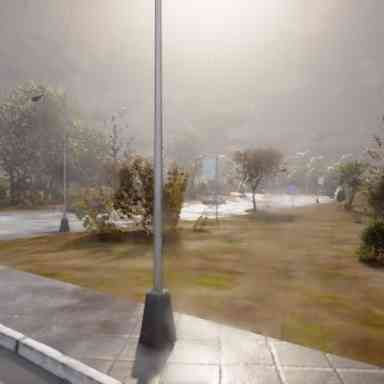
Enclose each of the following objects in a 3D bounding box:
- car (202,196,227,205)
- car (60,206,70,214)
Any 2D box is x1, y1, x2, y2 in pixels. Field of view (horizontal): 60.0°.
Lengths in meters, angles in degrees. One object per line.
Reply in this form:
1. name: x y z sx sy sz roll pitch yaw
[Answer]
1. car: 3.567 1.343 53.681 1.895 1.301 4.718 0 1 38
2. car: -11.408 1.483 35.139 1.837 1.490 4.892 0 0 39
